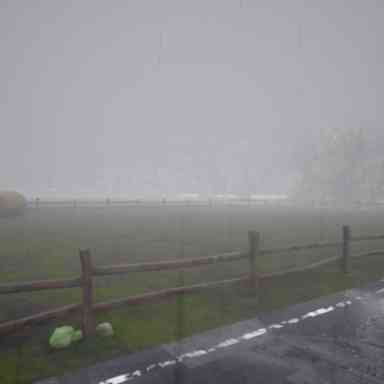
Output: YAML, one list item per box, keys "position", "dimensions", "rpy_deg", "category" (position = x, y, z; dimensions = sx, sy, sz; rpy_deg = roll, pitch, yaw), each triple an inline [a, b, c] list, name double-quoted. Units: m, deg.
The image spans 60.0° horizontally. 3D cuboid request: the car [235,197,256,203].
- position: [11.217, 1.678, 69.397]
  dimensions: [1.895, 1.301, 4.718]
  rpy_deg: [0, 0, -35]
  category: "car"
